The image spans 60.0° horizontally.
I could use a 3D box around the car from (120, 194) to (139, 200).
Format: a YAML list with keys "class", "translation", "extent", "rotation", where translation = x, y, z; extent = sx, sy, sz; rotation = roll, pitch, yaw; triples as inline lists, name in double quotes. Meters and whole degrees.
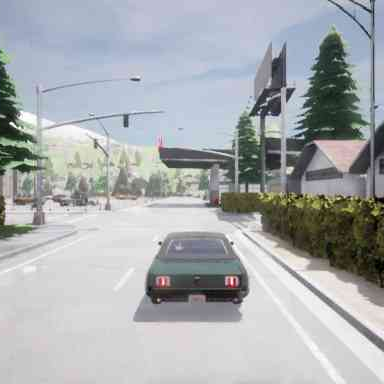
- class: "car"
  translation: [-16.464, 1.312, 87.995]
  extent: [4.514, 1.523, 2.007]
  rotation: [0, 0, 0]

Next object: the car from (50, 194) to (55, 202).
- class: "car"
  translation: [-23.992, 1.278, 62.978]
  extent: [4.514, 1.523, 2.007]
  rotation: [0, 0, 0]

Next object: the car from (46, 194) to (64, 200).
- class: "car"
  translation: [-35.060, 1.357, 84.905]
  extent: [3.806, 1.475, 1.970]
  rotation: [0, 0, 0]

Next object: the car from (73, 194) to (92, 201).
- class: "car"
  translation: [-24.004, 1.297, 72.971]
  extent: [3.633, 1.501, 1.845]
  rotation: [0, 0, 0]

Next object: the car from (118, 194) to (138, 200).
- class: "car"
  translation: [-16.394, 1.304, 84.858]
  extent: [5.027, 1.636, 2.152]
  rotation: [0, 0, 0]

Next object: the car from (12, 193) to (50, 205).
- class: "car"
  translation: [-24.637, 1.081, 50.518]
  extent: [4.605, 1.855, 1.932]
  rotation: [0, 0, 0]

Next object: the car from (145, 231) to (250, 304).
- class: "car"
  translation: [0.099, 1.598, 8.088]
  extent: [1.895, 1.301, 4.718]
  rotation: [0, 0, 0]

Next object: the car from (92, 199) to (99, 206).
- class: "car"
  translation: [-16.158, 1.345, 50.602]
  extent: [3.806, 1.475, 1.970]
  rotation: [0, 0, 0]

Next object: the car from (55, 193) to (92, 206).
- class: "car"
  translation: [-16.751, 1.062, 47.274]
  extent: [3.866, 1.878, 1.905]
  rotation: [0, 0, 0]
